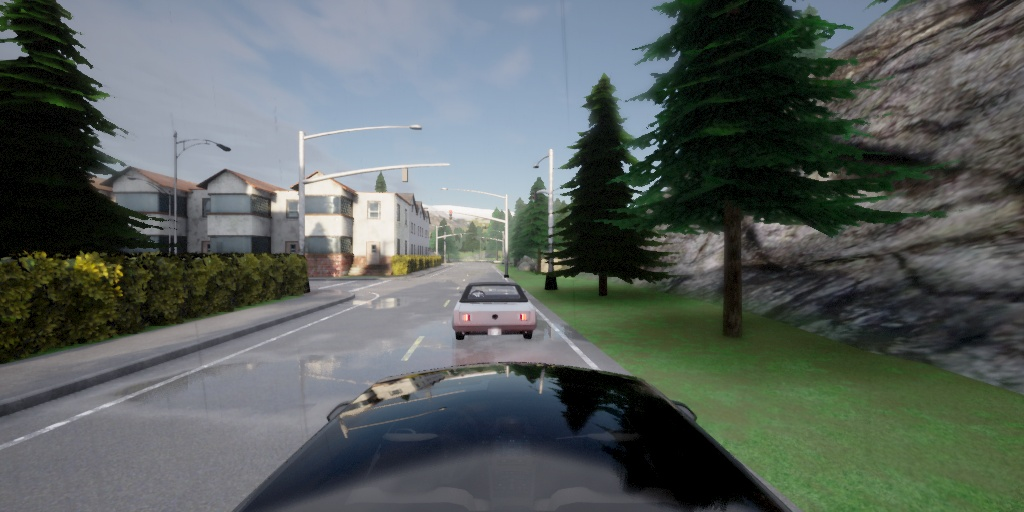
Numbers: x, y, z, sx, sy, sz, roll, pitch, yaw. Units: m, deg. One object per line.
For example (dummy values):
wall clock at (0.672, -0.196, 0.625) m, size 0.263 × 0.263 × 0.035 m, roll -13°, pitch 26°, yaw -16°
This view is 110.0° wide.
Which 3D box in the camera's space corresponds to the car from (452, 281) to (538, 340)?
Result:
car at (-0.526, 1.351, 9.954) m, size 1.895 × 1.301 × 4.718 m, roll 0°, pitch 0°, yaw -4°
